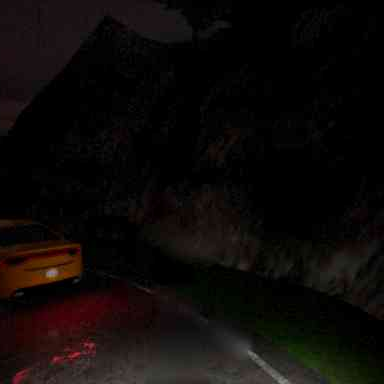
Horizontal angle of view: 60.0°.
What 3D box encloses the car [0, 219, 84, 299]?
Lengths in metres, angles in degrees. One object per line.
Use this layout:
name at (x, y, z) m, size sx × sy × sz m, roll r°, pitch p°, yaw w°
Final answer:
car at (-4.614, 1.397, 8.002) m, size 5.008 × 1.535 × 1.882 m, roll 1°, pitch 1°, yaw 39°
